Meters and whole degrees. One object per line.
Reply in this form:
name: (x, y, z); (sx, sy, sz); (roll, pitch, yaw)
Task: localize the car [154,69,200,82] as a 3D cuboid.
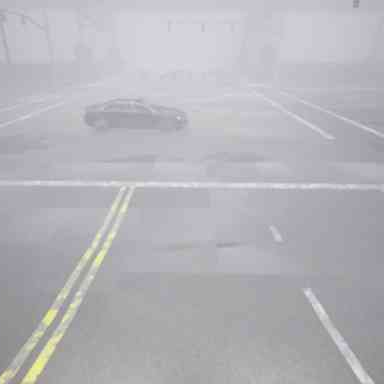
car: (-1.935, -15.150, 43.323); (4.974, 1.542, 2.038); (-15, 27, -32)

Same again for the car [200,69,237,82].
car: (3.446, -15.406, 43.955); (4.974, 1.542, 2.038); (12, 25, 27)

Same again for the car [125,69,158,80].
car: (-6.580, -15.345, 43.370); (4.536, 1.218, 1.853); (21, 30, 41)

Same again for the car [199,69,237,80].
car: (3.401, -15.561, 43.918); (4.536, 1.218, 1.853); (12, 25, 27)

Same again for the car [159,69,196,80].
car: (-1.893, -15.307, 43.291); (4.536, 1.218, 1.853); (-15, 27, -32)

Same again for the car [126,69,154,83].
car: (-6.543, -15.185, 43.397); (4.974, 1.542, 2.038); (21, 30, 41)

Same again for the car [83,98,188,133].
car: (-2.628, -3.639, 15.687); (4.902, 1.511, 2.128); (1, 22, 1)
